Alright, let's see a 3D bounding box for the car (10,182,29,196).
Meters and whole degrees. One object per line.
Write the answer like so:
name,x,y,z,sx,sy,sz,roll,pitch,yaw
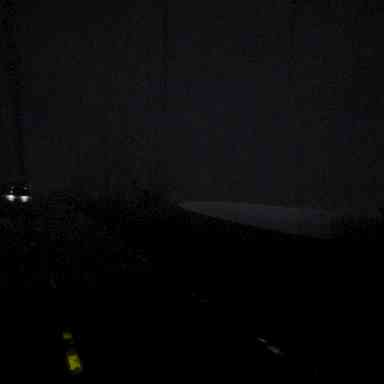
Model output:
car,-23.312,-0.494,44.961,2.097,1.767,4.553,4,0,-27
